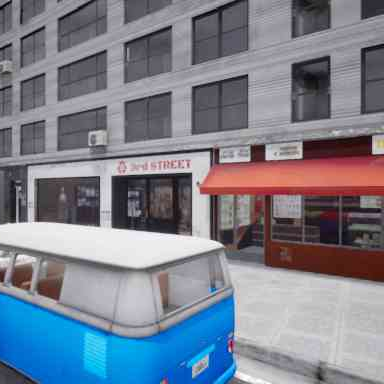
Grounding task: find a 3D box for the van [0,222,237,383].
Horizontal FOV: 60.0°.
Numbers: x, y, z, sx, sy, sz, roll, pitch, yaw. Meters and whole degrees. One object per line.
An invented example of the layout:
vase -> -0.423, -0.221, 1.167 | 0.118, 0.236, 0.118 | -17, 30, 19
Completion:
van -> -1.423, 1.340, 4.102 | 3.998, 1.788, 1.690 | 0, 0, 36
